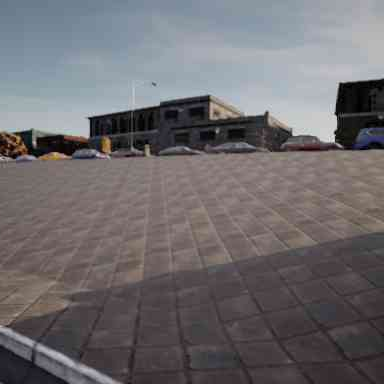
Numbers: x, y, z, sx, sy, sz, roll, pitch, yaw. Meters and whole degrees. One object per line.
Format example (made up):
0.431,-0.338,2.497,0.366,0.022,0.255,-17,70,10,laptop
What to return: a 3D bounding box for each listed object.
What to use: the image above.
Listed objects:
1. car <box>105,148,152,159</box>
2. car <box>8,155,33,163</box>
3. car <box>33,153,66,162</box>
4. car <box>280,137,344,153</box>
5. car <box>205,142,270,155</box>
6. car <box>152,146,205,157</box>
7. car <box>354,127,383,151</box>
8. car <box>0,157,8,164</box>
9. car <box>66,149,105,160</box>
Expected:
-5.734,-3.510,32.578,4.792,1.488,2.163,1,1,29,car
-20.191,-3.794,41.127,4.674,1.452,2.002,1,1,33,car
-15.479,-3.737,38.197,5.008,1.535,2.097,1,1,32,car
9.041,-3.355,25.066,4.553,1.767,2.185,1,1,26,car
3.961,-3.347,27.510,4.892,1.521,2.231,1,1,27,car
-0.871,-3.404,29.969,4.674,1.452,2.002,1,1,28,car
14.141,-3.341,22.725,5.566,2.045,2.435,2,1,25,car
-24.837,-3.926,44.157,4.892,1.521,2.231,1,1,34,car
-10.726,-3.765,35.380,4.553,1.767,2.185,1,1,31,car
